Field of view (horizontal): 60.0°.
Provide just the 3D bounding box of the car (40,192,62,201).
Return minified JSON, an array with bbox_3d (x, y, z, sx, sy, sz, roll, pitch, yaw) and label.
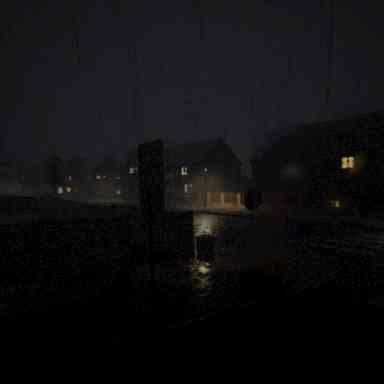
[{"bbox_3d":[-19.596,0.836,46.142,1.837,1.490,4.892,-2,2,-40],"label":"car"}]
